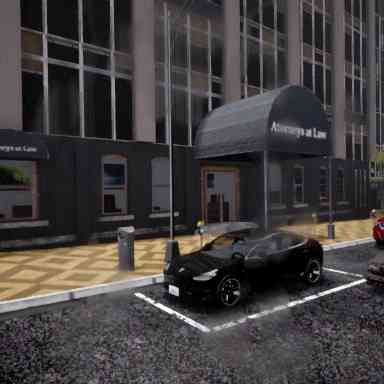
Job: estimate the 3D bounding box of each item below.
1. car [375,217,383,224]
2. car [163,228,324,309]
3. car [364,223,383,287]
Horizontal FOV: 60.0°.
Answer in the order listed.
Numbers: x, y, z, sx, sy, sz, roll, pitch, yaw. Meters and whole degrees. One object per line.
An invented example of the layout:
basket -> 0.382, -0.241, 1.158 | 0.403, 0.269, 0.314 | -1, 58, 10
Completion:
car -> 9.650, 1.310, 14.066 | 5.009, 1.841, 2.192 | 0, -1, -37
car -> 1.380, 1.564, 7.856 | 4.313, 1.339, 1.947 | 0, -1, -37
car -> 6.376, 1.544, 8.206 | 5.357, 1.411, 2.033 | 0, 0, -37
